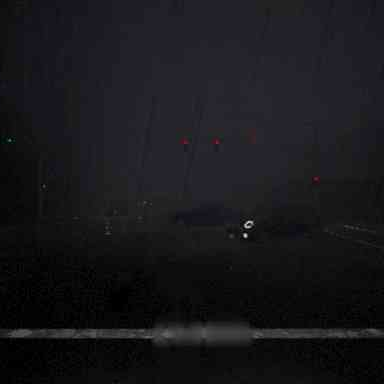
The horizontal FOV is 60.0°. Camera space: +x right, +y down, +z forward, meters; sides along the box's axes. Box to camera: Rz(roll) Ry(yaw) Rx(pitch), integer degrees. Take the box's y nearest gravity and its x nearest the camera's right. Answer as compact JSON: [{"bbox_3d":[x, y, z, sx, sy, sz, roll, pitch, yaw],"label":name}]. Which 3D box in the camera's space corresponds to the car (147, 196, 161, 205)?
[{"bbox_3d":[-7.012,1.488,62.128,2.128,1.511,4.902,0,0,0],"label":"car"}]

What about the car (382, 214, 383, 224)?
[{"bbox_3d":[14.723,1.532,21.015,5.008,1.535,1.882,0,0,0],"label":"car"}]

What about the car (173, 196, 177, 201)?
[{"bbox_3d":[-3.556,1.562,45.603,1.994,1.385,4.181,0,0,0],"label":"car"}]

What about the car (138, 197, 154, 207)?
[{"bbox_3d":[-7.048,1.502,51.720,1.837,1.490,4.892,0,0,0],"label":"car"}]

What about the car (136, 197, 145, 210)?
[{"bbox_3d":[-7.059,1.475,42.234,1.882,1.535,5.008,0,0,0],"label":"car"}]

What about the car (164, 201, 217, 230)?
[{"bbox_3d":[0.949,1.505,20.998,5.008,1.535,1.882,0,0,0],"label":"car"}]

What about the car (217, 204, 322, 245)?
[{"bbox_3d":[3.802,1.373,15.575,4.553,1.767,2.097,0,0,-24],"label":"car"}]

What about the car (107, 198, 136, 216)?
[{"bbox_3d":[-7.067,1.524,32.940,1.812,1.442,4.674,0,0,0],"label":"car"}]

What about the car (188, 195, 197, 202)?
[{"bbox_3d":[0.061,1.409,73.921,1.994,1.385,4.181,0,0,0],"label":"car"}]

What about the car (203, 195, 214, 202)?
[{"bbox_3d":[3.561,1.382,73.918,2.128,1.511,4.902,0,0,0],"label":"car"}]

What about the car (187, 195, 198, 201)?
[{"bbox_3d":[0.052,1.501,63.812,1.837,1.490,4.892,0,0,0],"label":"car"}]

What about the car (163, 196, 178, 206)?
[{"bbox_3d":[-3.534,1.489,55.661,2.128,1.511,4.902,0,0,0],"label":"car"}]

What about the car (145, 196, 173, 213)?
[{"bbox_3d":[-3.558,1.350,37.033,2.097,1.767,4.553,0,0,0],"label":"car"}]

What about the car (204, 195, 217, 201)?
[{"bbox_3d":[3.552,1.349,63.779,2.097,1.767,4.553,0,0,0],"label":"car"}]
